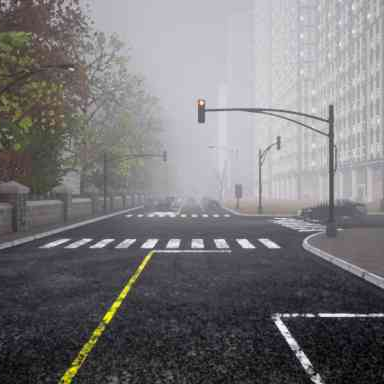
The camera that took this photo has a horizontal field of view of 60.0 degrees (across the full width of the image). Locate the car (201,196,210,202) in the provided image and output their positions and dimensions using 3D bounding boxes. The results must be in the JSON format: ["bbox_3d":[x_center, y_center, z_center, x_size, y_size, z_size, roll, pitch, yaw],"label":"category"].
[{"bbox_3d":[3.085,1.590,76.875,1.812,1.442,4.674,0,0,0],"label":"car"}]

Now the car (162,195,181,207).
[{"bbox_3d":[-3.135,1.379,48.781,2.097,1.767,4.553,0,0,0],"label":"car"}]

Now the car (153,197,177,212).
[{"bbox_3d":[-3.131,1.583,39.228,1.994,1.385,4.181,0,0,0],"label":"car"}]

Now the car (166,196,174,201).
[{"bbox_3d":[-5.762,1.626,86.615,1.887,1.381,4.507,0,0,0],"label":"car"}]

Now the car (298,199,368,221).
[{"bbox_3d":[10.343,1.303,24.571,4.902,1.511,2.128,-1,0,-3],"label":"car"}]

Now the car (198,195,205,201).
[{"bbox_3d":[2.614,1.642,92.254,2.008,1.369,4.403,0,0,0],"label":"car"}]

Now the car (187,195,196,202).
[{"bbox_3d":[-0.066,1.482,78.847,2.033,1.411,5.357,0,0,0],"label":"car"}]

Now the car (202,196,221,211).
[{"bbox_3d":[2.656,1.587,41.563,1.947,1.339,4.313,0,0,0],"label":"car"}]

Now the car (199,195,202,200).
[{"bbox_3d":[3.055,1.406,69.845,2.097,1.767,4.553,0,0,0],"label":"car"}]

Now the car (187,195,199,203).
[{"bbox_3d":[-0.059,1.578,69.263,1.812,1.442,4.674,0,0,0],"label":"car"}]

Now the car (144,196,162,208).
[{"bbox_3d":[-5.729,1.608,47.188,1.802,1.307,4.206,0,0,0],"label":"car"}]

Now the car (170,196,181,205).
[{"bbox_3d":[-3.108,1.569,62.465,1.812,1.442,4.674,0,0,0],"label":"car"}]

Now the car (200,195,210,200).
[{"bbox_3d":[2.647,1.597,52.828,1.947,1.339,4.313,0,0,0],"label":"car"}]

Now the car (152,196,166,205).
[{"bbox_3d":[-5.737,1.478,58.454,1.967,1.590,4.097,0,0,0],"label":"car"}]

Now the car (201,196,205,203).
[{"bbox_3d":[2.652,1.592,47.195,1.947,1.339,4.313,0,0,0],"label":"car"}]
